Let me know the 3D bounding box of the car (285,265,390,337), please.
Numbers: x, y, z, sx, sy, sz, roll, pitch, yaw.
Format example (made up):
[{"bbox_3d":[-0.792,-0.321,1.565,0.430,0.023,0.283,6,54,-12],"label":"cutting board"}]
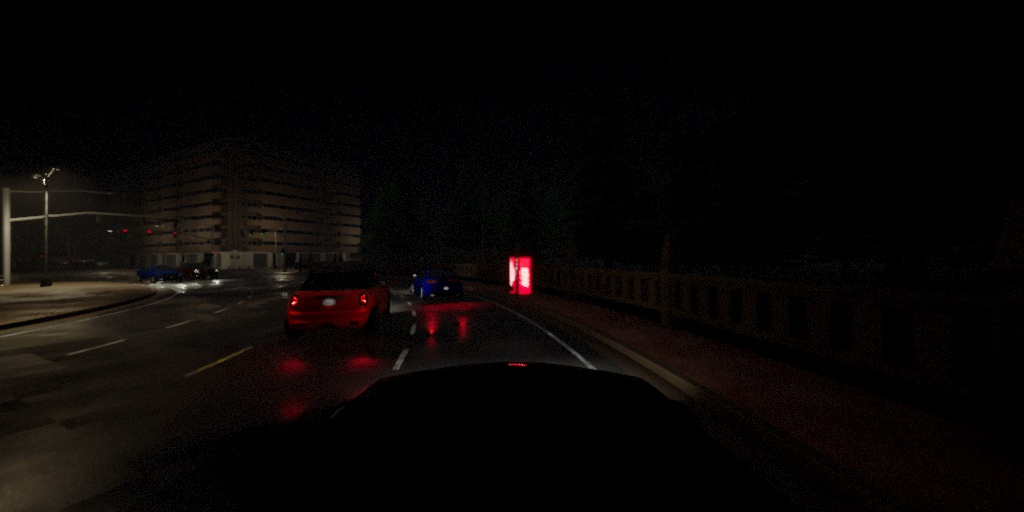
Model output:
[{"bbox_3d":[-4.991,1.175,10.901,2.097,1.767,4.553,0,0,-13],"label":"car"}]

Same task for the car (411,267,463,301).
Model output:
[{"bbox_3d":[-3.936,1.324,18.410,1.882,1.535,5.008,0,0,-23],"label":"car"}]

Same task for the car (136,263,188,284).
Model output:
[{"bbox_3d":[-31.087,1.573,31.612,5.008,1.535,1.882,-1,0,28],"label":"car"}]

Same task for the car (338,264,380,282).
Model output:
[{"bbox_3d":[-13.891,1.501,32.466,4.674,1.442,1.812,-1,-1,44],"label":"car"}]

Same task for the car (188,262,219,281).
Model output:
[{"bbox_3d":[-31.380,1.465,35.744,4.553,1.767,2.097,0,0,27],"label":"car"}]

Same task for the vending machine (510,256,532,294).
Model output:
[{"bbox_3d":[0.458,1.011,18.572,1.100,2.100,0.880,0,0,-22],"label":"vending machine"}]

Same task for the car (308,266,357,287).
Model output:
[{"bbox_3d":[-14.047,1.505,27.872,2.033,1.411,5.357,0,0,-42],"label":"car"}]
